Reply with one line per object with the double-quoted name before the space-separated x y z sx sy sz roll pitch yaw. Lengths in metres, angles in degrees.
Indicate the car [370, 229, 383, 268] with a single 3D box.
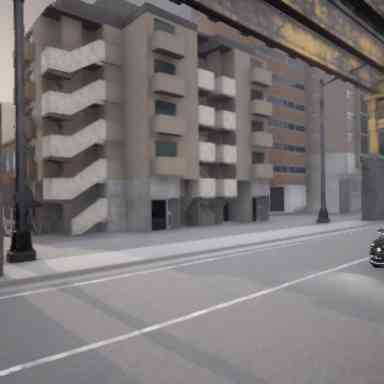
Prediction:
"car" 7.285 1.547 10.429 4.892 1.490 1.837 0 -1 -41
